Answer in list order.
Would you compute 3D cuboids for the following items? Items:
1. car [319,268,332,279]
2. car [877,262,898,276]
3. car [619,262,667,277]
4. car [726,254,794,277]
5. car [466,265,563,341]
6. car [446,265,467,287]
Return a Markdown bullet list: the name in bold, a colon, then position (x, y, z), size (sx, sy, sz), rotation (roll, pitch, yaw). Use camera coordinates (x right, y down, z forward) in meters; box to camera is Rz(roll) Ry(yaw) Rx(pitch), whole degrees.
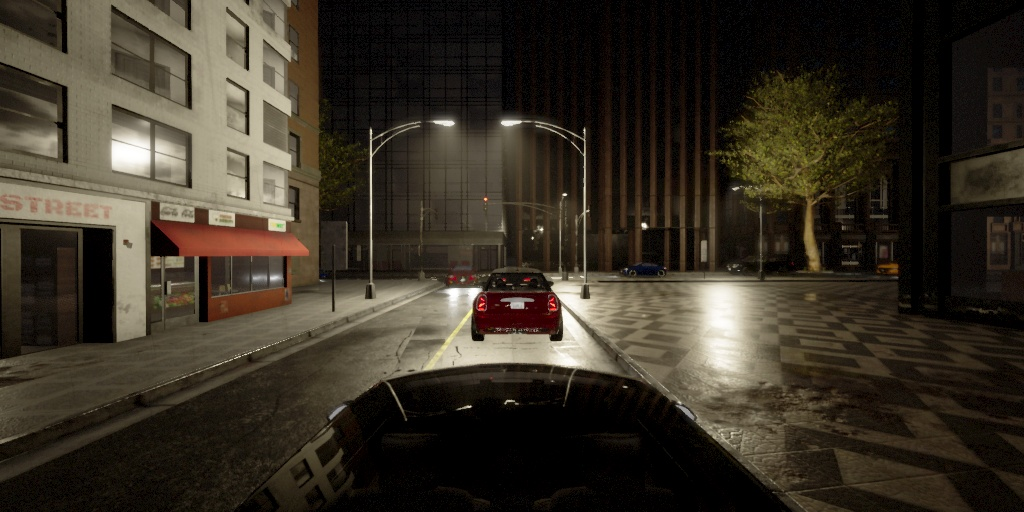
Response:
- **car**: position (-18.074, 1.300, 30.815), size (5.008, 1.535, 1.882), rotation (0, 0, 0)
- **car**: position (37.371, 1.106, 33.685), size (5.008, 1.535, 1.882), rotation (0, 0, 1)
- **car**: position (12.324, 1.257, 33.848), size (4.181, 1.385, 1.994), rotation (0, 0, 0)
- **car**: position (23.291, 0.876, 33.776), size (5.566, 2.045, 2.150), rotation (-1, 0, 0)
- **car**: position (0.123, 1.101, 9.982), size (2.097, 1.767, 4.553), rotation (0, 0, 0)
- **car**: position (-3.309, 1.311, 24.264), size (1.994, 1.385, 4.181), rotation (0, 0, -7)
